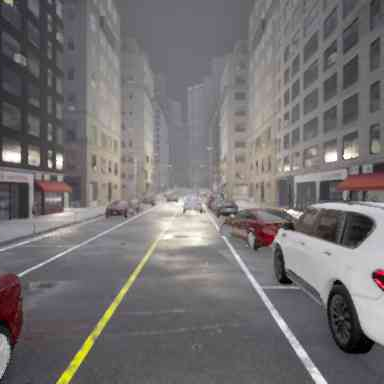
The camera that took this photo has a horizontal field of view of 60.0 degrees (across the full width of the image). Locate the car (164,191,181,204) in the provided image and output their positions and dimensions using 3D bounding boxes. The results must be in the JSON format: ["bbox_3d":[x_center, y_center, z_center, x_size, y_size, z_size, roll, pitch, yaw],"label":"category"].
[{"bbox_3d":[-3.020,1.004,51.979,1.837,1.490,4.892,0,0,0],"label":"car"}]

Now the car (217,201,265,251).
[{"bbox_3d":[2.773,1.361,13.783,1.882,1.535,5.008,0,1,-12],"label":"car"}]

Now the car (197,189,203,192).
[{"bbox_3d":[2.754,0.648,81.371,2.008,1.369,4.403,0,1,0],"label":"car"}]

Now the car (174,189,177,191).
[{"bbox_3d":[-5.771,0.455,86.800,1.967,1.590,4.097,1,1,0],"label":"car"}]

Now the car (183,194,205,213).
[{"bbox_3d":[0.083,1.233,33.092,1.812,1.442,4.674,0,1,1],"label":"car"}]

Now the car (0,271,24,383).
[{"bbox_3d":[-3.101,1.457,2.244,1.882,1.535,5.008,0,0,0],"label":"car"}]

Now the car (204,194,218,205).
[{"bbox_3d":[2.758,1.053,49.440,1.752,1.417,4.829,0,1,0],"label":"car"}]

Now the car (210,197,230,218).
[{"bbox_3d":[2.761,1.333,27.061,1.947,1.339,4.313,0,1,0],"label":"car"}]

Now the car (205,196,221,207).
[{"bbox_3d":[2.759,1.176,43.716,1.802,1.307,4.206,0,1,0],"label":"car"}]

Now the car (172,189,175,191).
[{"bbox_3d":[-5.771,0.642,81.377,1.887,1.381,4.507,0,1,0],"label":"car"}]

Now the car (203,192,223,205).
[{"bbox_3d":[2.761,0.970,38.163,2.192,1.841,5.009,0,1,0],"label":"car"}]

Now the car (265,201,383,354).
[{"bbox_3d":[3.106,1.168,6.165,2.150,2.045,5.566,0,0,0],"label":"car"}]

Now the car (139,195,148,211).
[{"bbox_3d":[-5.765,1.294,32.617,1.802,1.307,4.206,0,1,0],"label":"car"}]

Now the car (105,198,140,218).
[{"bbox_3d":[-5.765,1.311,27.067,1.887,1.381,4.507,0,1,0],"label":"car"}]

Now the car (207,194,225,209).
[{"bbox_3d":[2.761,1.235,32.781,1.752,1.417,4.829,0,1,0],"label":"car"}]

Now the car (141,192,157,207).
[{"bbox_3d":[-5.766,0.909,43.720,2.192,1.841,5.009,0,1,0],"label":"car"}]

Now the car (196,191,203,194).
[{"bbox_3d":[0.065,1.025,48.689,2.128,1.511,4.902,0,0,0],"label":"car"}]

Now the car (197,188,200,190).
[{"bbox_3d":[2.753,0.453,92.386,1.752,1.417,4.829,1,1,0],"label":"car"}]
